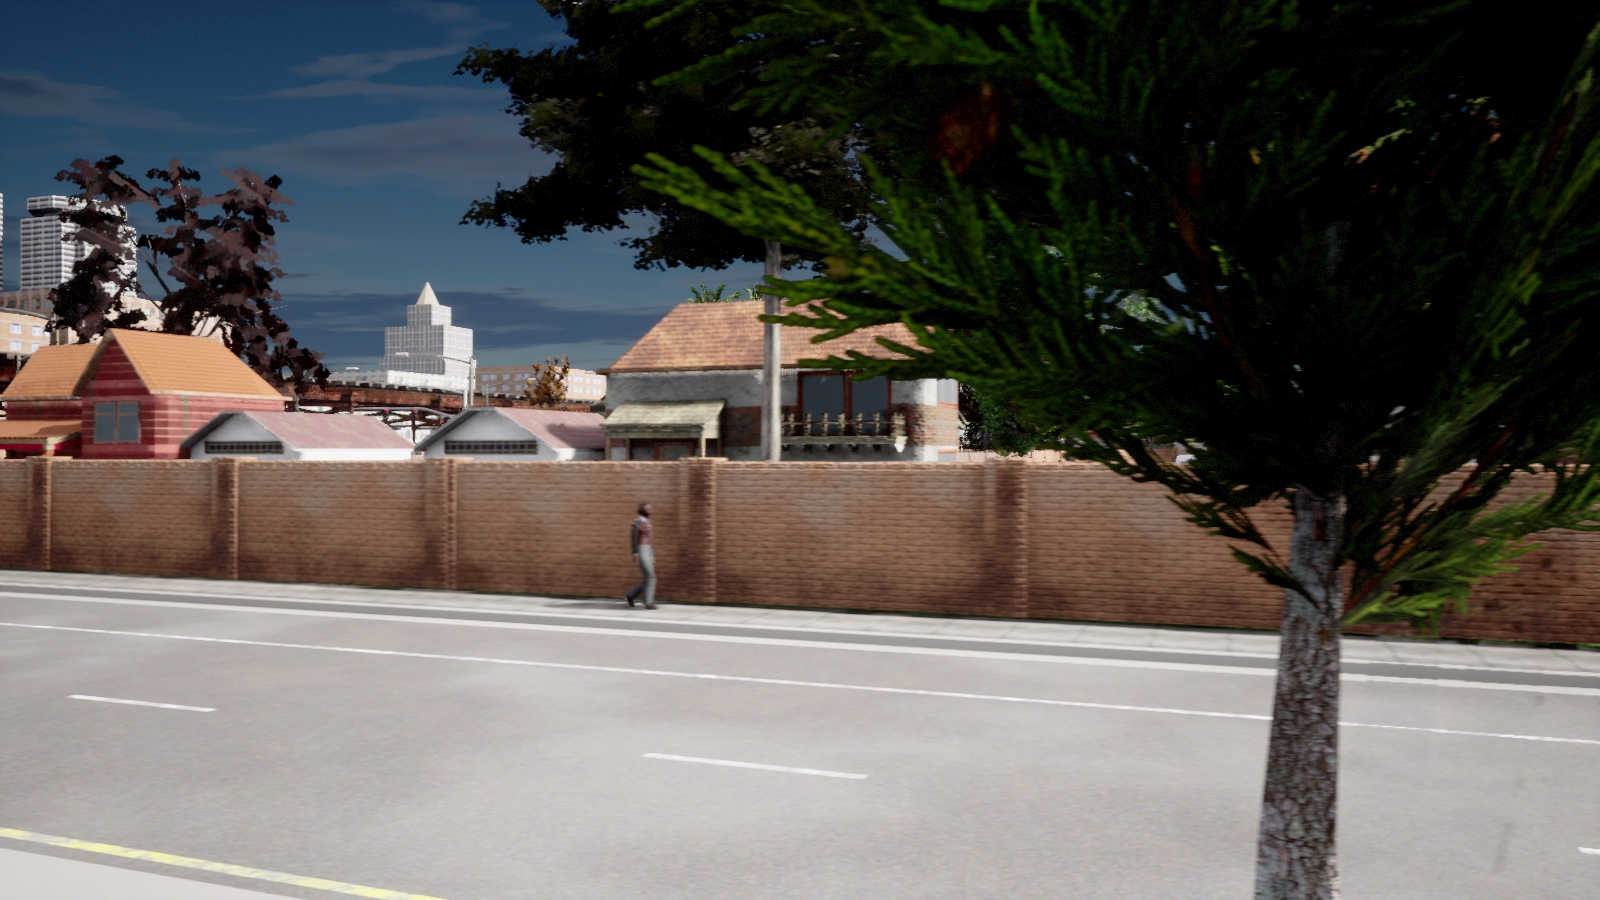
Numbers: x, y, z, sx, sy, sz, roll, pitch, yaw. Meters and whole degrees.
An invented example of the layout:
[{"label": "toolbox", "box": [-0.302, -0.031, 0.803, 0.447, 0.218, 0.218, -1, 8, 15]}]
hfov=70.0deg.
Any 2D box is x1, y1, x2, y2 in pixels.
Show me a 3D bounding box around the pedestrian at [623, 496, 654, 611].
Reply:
[{"label": "pedestrian", "box": [-2.675, 1.698, 18.932, 0.375, 1.860, 0.375, 0, 0, 21]}]
